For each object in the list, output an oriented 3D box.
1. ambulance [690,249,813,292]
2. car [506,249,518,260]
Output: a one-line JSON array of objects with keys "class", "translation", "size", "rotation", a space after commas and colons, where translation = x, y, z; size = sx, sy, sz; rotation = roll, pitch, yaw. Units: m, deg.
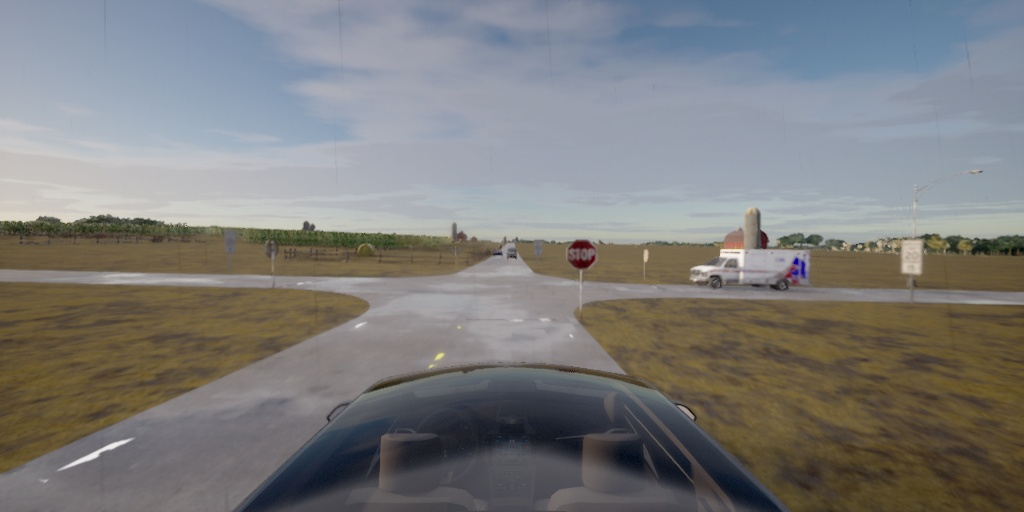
[{"class": "ambulance", "translation": [14.442, 0.821, 21.977], "size": [6.366, 2.431, 2.351], "rotation": [1, 1, 0]}, {"class": "car", "translation": [0.017, -0.084, 65.238], "size": [1.837, 1.490, 4.892], "rotation": [0, 2, 0]}]
